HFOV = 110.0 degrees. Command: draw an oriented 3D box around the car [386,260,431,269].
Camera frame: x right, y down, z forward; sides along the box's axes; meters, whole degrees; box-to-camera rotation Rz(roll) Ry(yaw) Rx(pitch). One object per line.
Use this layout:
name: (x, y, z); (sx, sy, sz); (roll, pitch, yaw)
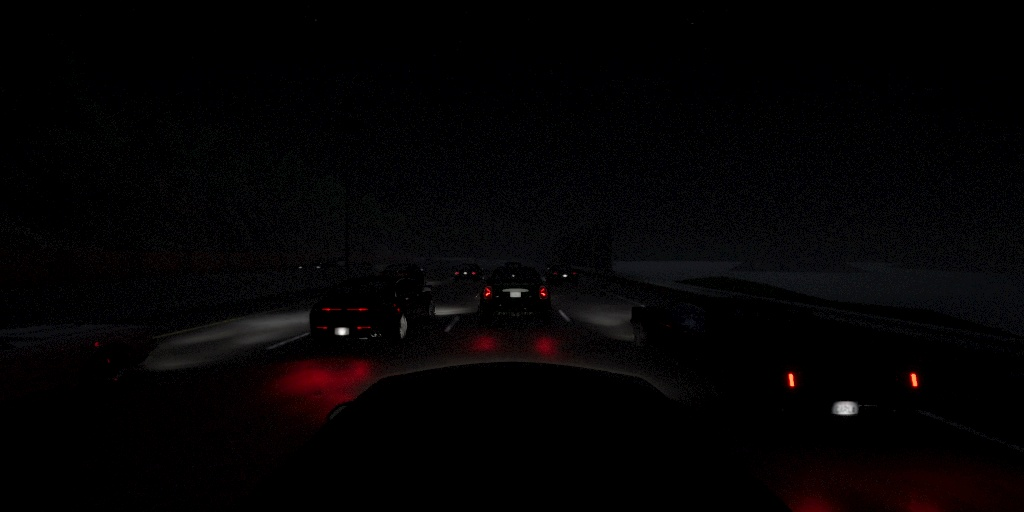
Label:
car: (-6.896, 1.229, 23.015); (1.882, 1.535, 5.008); (0, 0, 0)

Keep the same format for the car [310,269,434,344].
car: (-3.398, 1.256, 9.584); (1.837, 1.490, 4.892); (0, 0, 0)

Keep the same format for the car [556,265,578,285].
car: (3.601, 1.316, 26.335); (1.994, 1.385, 4.181); (0, 0, 0)

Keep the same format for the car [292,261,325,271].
car: (-28.048, 1.355, 49.563); (1.895, 1.301, 4.718); (0, 0, 1)

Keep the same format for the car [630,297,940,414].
car: (3.602, 1.351, 6.093); (1.895, 1.301, 4.718); (0, 0, 0)

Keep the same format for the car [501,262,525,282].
car: (0.103, 1.257, 29.879); (1.837, 1.490, 4.892); (0, 0, 0)

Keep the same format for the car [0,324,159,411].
car: (-6.898, 1.351, 3.867); (1.895, 1.301, 4.718); (0, 0, 0)

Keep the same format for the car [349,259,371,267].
car: (-21.052, 1.245, 49.350); (2.128, 1.511, 4.902); (0, 0, 1)

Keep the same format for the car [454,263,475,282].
car: (-3.398, 1.300, 28.605); (2.033, 1.411, 5.357); (0, 0, 0)

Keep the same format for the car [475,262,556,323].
car: (0.101, 1.103, 12.191); (2.097, 1.767, 4.553); (0, 0, 0)

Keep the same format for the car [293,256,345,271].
car: (-17.593, 1.104, 32.879); (2.097, 1.767, 4.553); (0, 0, 0)
